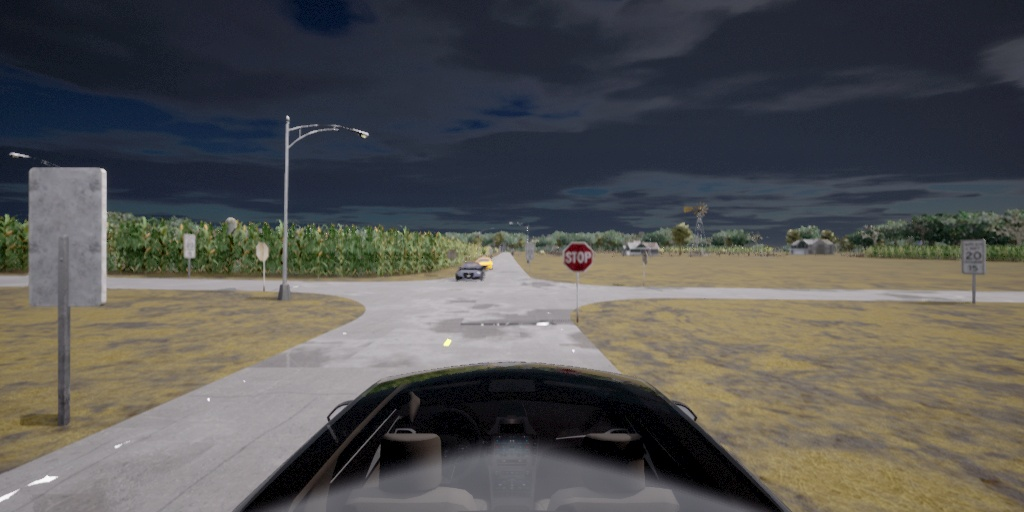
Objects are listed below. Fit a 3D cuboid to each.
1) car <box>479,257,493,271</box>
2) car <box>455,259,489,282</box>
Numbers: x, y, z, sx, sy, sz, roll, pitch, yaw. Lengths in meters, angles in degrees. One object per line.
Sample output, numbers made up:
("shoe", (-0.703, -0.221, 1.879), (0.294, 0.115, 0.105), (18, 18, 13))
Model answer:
("car", (-3.251, 0.920, 42.137), (1.882, 1.535, 5.008), (0, 1, -1))
("car", (-3.060, 1.177, 27.062), (1.994, 1.385, 4.181), (0, 1, -1))
